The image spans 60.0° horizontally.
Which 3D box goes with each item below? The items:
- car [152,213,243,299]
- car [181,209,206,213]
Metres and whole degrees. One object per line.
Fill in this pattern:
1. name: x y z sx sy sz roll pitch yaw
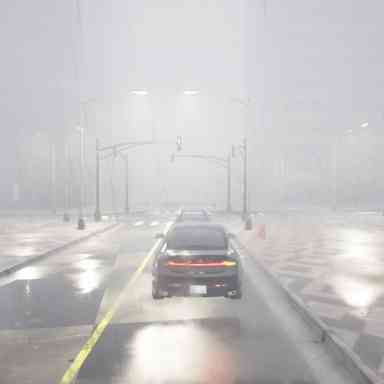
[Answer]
1. car: 0.100 1.502 8.391 1.837 1.490 4.892 0 0 0
2. car: 0.059 1.556 17.294 1.994 1.385 4.181 0 0 1
